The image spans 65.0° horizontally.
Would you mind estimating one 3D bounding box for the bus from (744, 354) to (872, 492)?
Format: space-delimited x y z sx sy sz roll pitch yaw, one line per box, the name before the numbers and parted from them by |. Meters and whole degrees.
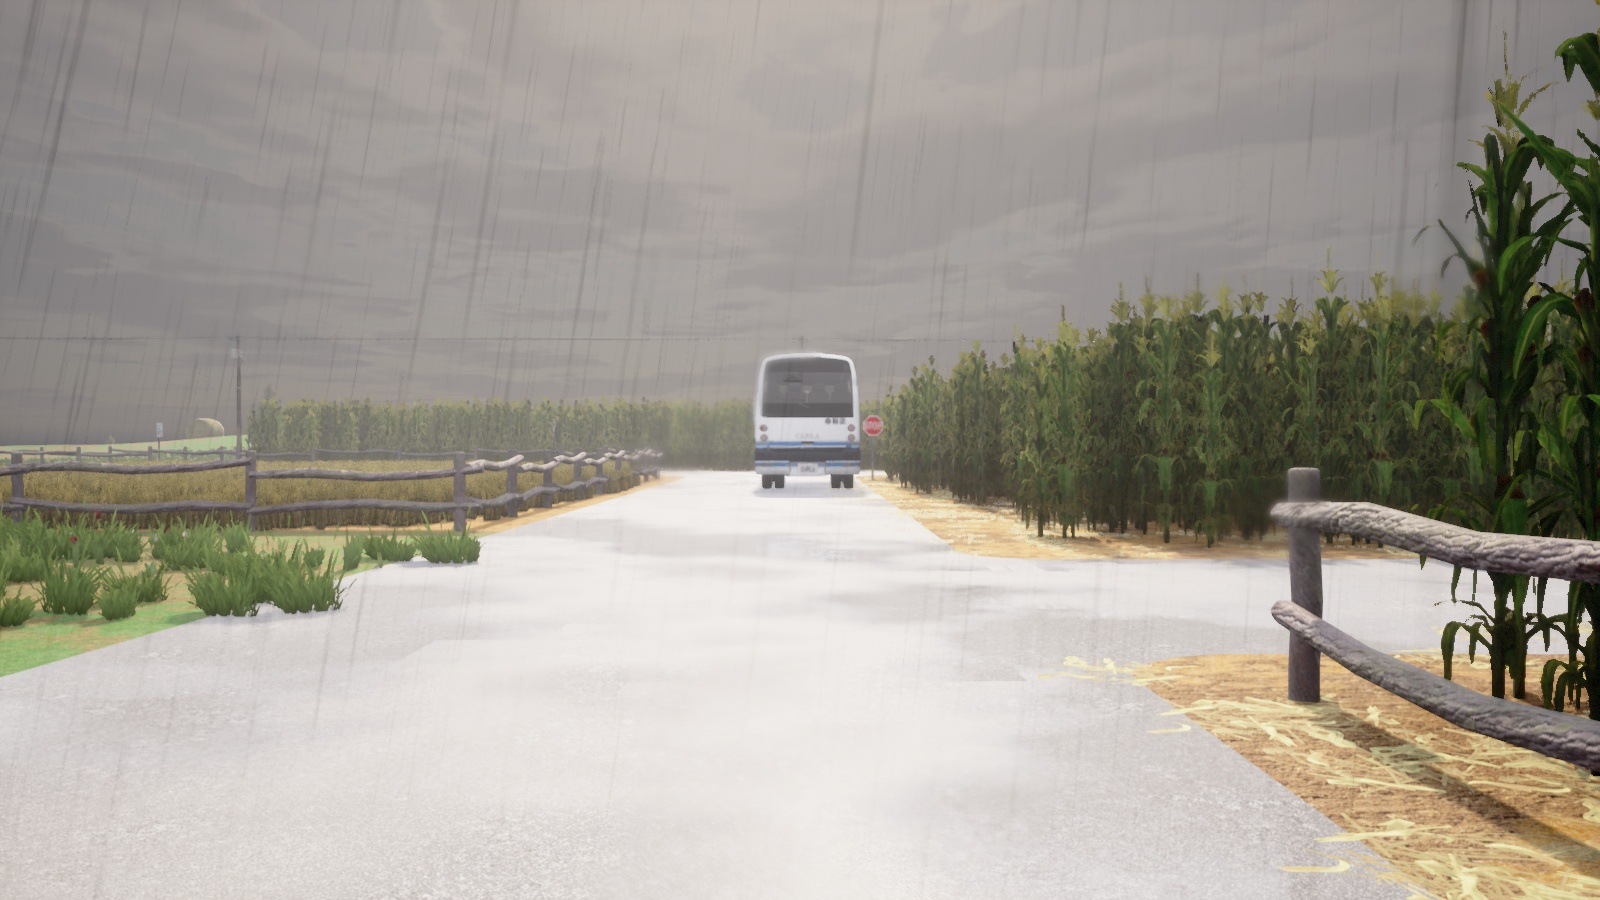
bus | 0.267 -0.883 43.821 3.944 4.253 10.273 0 1 0
